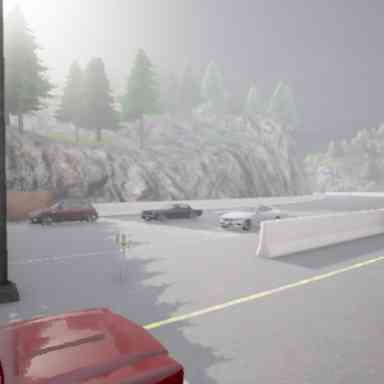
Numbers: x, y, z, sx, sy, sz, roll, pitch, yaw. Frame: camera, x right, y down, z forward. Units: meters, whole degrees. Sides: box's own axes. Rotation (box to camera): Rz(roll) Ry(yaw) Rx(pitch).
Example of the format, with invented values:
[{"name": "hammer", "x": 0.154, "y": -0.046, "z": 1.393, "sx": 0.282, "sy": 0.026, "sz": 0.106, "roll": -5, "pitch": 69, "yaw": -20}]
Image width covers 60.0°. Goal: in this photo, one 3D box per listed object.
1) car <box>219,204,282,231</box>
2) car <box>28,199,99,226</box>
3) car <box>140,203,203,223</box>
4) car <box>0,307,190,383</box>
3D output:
[{"name": "car", "x": 3.723, "y": 1.457, "z": 20.267, "sx": 4.674, "sy": 1.442, "sz": 1.812, "roll": 0, "pitch": 0, "yaw": -41}, {"name": "car", "x": -9.073, "y": 1.360, "z": 23.540, "sx": 4.553, "sy": 1.767, "sz": 2.097, "roll": -1, "pitch": 0, "yaw": -38}, {"name": "car", "x": -1.488, "y": 1.549, "z": 25.046, "sx": 4.718, "sy": 1.301, "sz": 1.895, "roll": -1, "pitch": 0, "yaw": -40}, {"name": "car", "x": -2.313, "y": 1.614, "z": 2.165, "sx": 4.718, "sy": 1.301, "sz": 1.895, "roll": -1, "pitch": 0, "yaw": -35}]
